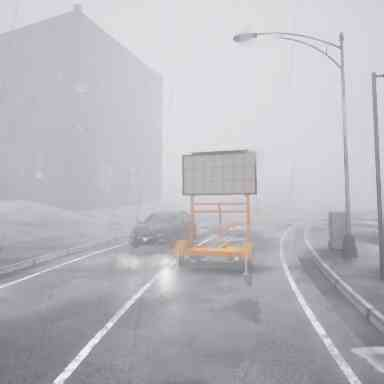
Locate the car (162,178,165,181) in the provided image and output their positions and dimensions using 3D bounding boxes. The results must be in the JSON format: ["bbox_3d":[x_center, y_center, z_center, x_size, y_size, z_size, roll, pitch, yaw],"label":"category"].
[{"bbox_3d":[-7.077,-2.465,62.410,4.553,1.767,2.185,2,-5,-24],"label":"car"}]

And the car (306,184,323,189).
[{"bbox_3d":[27.973,-1.065,78.973,4.792,1.488,2.163,2,-5,-28],"label":"car"}]

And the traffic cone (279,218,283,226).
[{"bbox_3d":[6.098,2.049,22.751,0.340,0.580,0.340,-2,-1,17],"label":"traffic cone"}]

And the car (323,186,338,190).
[{"bbox_3d":[32.769,-0.834,81.695,4.674,1.452,2.002,3,-5,-30],"label":"car"}]

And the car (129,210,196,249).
[{"bbox_3d":[-1.175,1.621,15.221,1.837,1.490,4.892,-2,-1,16],"label":"car"}]

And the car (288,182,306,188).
[{"bbox_3d":[22.942,-1.441,76.255,4.553,1.767,2.185,2,-5,-27],"label":"car"}]

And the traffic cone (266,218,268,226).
[{"bbox_3d":[5.143,2.081,23.036,0.340,0.580,0.340,-2,-1,17],"label":"traffic cone"}]

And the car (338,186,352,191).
[{"bbox_3d":[37.421,-0.645,84.473,4.892,1.521,2.231,3,-5,-31],"label":"car"}]

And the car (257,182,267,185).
[{"bbox_3d":[13.043,-1.677,71.299,4.674,1.452,2.002,2,-5,-25],"label":"car"}]

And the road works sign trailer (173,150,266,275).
[{"bbox_3d":[0.918,0.493,10.697,2.380,3.560,2.880,-1,0,18],"label":"road works sign trailer"}]

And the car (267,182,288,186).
[{"bbox_3d":[18.030,-1.521,73.727,5.008,1.535,2.097,2,-5,-26],"label":"car"}]
